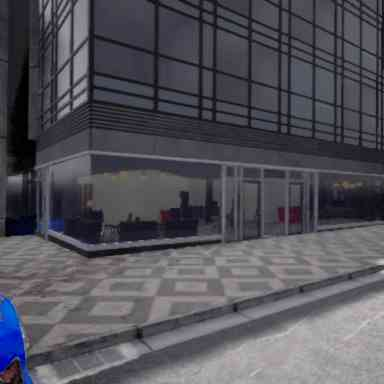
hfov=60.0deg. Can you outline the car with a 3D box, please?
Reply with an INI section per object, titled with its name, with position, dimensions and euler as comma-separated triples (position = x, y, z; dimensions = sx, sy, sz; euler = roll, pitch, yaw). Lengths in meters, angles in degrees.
[car]
position = -3.469, 1.221, 0.907
dimensions = 5.566, 2.045, 2.150
euler = 0, 0, -36
